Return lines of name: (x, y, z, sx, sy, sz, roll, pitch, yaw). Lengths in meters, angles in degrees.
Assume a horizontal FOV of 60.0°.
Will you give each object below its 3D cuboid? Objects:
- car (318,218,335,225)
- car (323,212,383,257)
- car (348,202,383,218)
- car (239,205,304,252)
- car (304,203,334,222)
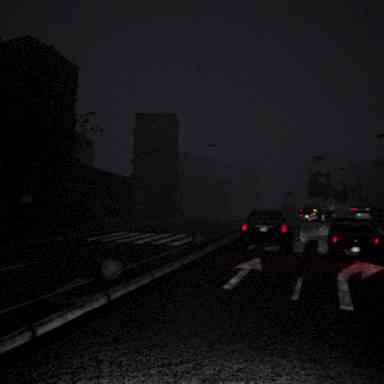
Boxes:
car: (25.664, 5.670, 63.720, 1.895, 1.301, 4.718, 1, -4, 6)
car: (6.588, 1.721, 13.696, 1.895, 1.301, 4.718, -1, 0, 23)
car: (13.935, 1.580, 26.537, 2.128, 1.511, 4.902, -3, -5, 40)
car: (3.656, 1.505, 15.089, 2.097, 1.767, 4.553, -1, 0, 23)
car: (10.239, 1.666, 27.208, 1.837, 1.490, 4.892, -3, -3, 38)
